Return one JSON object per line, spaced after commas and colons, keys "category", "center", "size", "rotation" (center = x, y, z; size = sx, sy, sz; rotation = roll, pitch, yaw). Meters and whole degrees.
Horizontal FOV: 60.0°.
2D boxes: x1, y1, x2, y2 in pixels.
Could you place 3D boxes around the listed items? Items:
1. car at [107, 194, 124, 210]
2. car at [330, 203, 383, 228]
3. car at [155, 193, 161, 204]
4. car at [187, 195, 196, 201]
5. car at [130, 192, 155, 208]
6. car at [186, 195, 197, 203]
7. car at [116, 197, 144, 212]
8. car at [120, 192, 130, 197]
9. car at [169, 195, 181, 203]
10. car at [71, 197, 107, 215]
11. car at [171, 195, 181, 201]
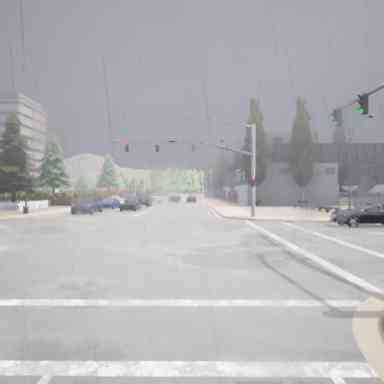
{"category": "car", "center": [-10.661, 1.440, 43.256], "size": [1.882, 1.535, 5.008], "rotation": [0, 0, 0]}
{"category": "car", "center": [11.513, 1.473, 21.511], "size": [4.902, 1.511, 2.128], "rotation": [0, 0, -1]}
{"category": "car", "center": [-7.130, 1.166, 63.603], "size": [2.150, 2.045, 5.566], "rotation": [0, 0, 0]}
{"category": "car", "center": [-0.124, 1.341, 77.002], "size": [1.994, 1.385, 4.181], "rotation": [0, 0, 0]}
{"category": "car", "center": [-7.153, 1.179, 48.555], "size": [2.150, 2.045, 5.566], "rotation": [0, 0, 0]}
{"category": "car", "center": [-0.107, 1.420, 66.632], "size": [1.882, 1.535, 5.008], "rotation": [0, 0, 0]}
{"category": "car", "center": [-7.146, 1.567, 38.817], "size": [1.895, 1.301, 4.718], "rotation": [0, 0, 0]}
{"category": "car", "center": [-10.654, 1.301, 58.006], "size": [2.097, 1.767, 4.553], "rotation": [0, 0, 0]}
{"category": "car", "center": [-3.607, 1.447, 66.627], "size": [1.837, 1.490, 4.892], "rotation": [0, 0, 0]}
{"category": "car", "center": [-10.713, 1.322, 34.121], "size": [2.097, 1.767, 4.553], "rotation": [0, 0, 2]}
{"category": "car", "center": [-3.624, 1.341, 76.997], "size": [1.994, 1.385, 4.181], "rotation": [0, 0, 0]}
